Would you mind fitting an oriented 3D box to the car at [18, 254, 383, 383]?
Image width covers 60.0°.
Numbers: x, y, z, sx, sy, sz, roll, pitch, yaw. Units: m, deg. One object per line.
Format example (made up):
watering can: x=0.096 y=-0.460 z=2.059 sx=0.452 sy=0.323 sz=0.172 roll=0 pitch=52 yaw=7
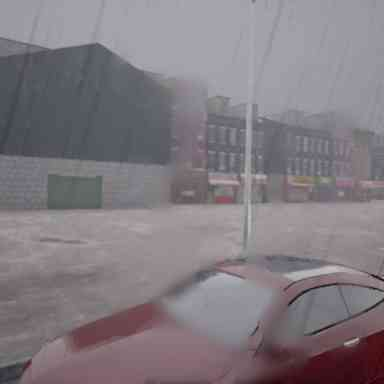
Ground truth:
car: x=0.738 y=1.490 z=3.560 sx=4.674 sy=1.442 sz=1.812 roll=0 pitch=1 yaw=-31
